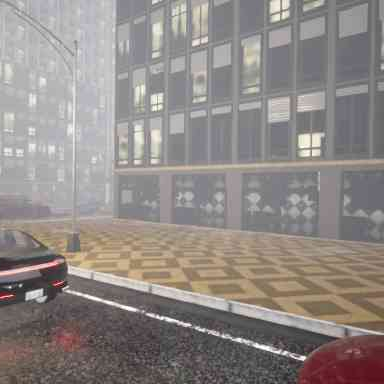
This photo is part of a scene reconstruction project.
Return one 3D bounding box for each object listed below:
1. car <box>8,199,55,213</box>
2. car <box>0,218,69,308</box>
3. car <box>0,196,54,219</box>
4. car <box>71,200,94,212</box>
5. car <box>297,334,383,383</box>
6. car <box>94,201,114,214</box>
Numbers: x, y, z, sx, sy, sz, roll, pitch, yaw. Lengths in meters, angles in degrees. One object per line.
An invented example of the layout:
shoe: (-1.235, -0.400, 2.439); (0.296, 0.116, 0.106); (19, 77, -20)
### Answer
car: (-19.091, 1.641, 39.849); (1.752, 1.417, 4.829); (1, 0, 36)
car: (-4.595, 1.488, 6.934); (4.902, 1.511, 2.128); (0, 0, 35)
car: (-15.577, 1.518, 30.480); (2.192, 1.841, 5.009); (1, 0, 36)
car: (-13.463, 1.774, 43.129); (1.994, 1.385, 4.181); (1, 0, 36)
car: (2.892, 1.526, 1.634); (4.674, 1.442, 1.812); (0, 0, 35)
car: (-8.796, 1.828, 39.704); (1.752, 1.417, 4.829); (1, 0, 36)
